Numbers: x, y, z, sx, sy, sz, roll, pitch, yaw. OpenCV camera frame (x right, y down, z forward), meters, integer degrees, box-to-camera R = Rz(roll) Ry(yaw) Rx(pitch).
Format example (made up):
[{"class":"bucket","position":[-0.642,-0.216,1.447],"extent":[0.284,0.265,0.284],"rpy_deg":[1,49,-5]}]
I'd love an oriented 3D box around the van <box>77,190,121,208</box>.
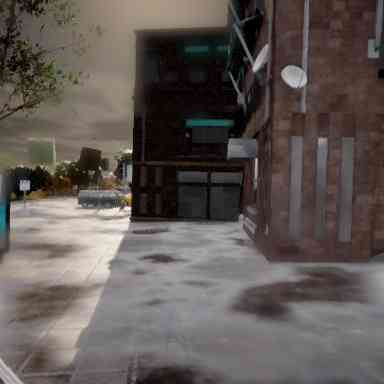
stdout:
[{"class":"van","position":[-10.959,0.866,38.828],"extent":[4.442,1.987,1.878],"rpy_deg":[2,1,-14]}]

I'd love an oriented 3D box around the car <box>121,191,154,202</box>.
[{"class":"car","position":[-9.374,0.800,56.663],"extent":[5.366,1.575,1.946],"rpy_deg":[2,2,-14]}]

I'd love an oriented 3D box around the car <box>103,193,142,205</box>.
[{"class":"car","position":[-9.984,1.002,47.794],"extent":[5.366,1.575,1.946],"rpy_deg":[2,1,-14]}]

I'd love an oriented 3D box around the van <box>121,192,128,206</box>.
[{"class":"van","position":[-10.654,0.839,41.814],"extent":[4.442,1.987,1.878],"rpy_deg":[2,1,-14]}]

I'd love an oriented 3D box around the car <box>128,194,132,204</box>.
[{"class":"car","position":[-10.464,1.034,44.760],"extent":[5.008,1.535,2.097],"rpy_deg":[2,1,-14]}]

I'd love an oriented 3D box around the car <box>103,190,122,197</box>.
[{"class":"car","position":[-16.848,0.258,70.707],"extent":[2.033,1.411,5.357],"rpy_deg":[2,1,6]}]
